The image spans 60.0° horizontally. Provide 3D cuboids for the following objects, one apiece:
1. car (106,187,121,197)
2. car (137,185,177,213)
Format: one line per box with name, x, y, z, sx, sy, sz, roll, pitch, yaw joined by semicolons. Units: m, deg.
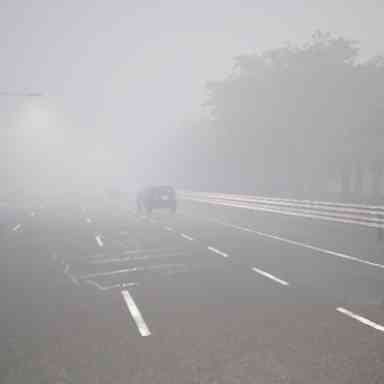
car;-12.288;-0.007;51.778;1.882;1.535;5.008;0;1;-20
car;-2.825;0.497;25.997;2.150;2.045;5.566;0;2;-20
